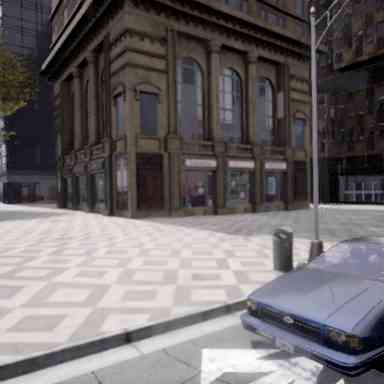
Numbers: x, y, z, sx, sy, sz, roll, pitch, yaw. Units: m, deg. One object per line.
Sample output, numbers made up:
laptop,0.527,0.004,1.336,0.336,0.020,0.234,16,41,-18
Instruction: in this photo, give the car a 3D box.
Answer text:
car,3.322,1.522,5.741,5.357,1.411,2.033,-1,0,-36
